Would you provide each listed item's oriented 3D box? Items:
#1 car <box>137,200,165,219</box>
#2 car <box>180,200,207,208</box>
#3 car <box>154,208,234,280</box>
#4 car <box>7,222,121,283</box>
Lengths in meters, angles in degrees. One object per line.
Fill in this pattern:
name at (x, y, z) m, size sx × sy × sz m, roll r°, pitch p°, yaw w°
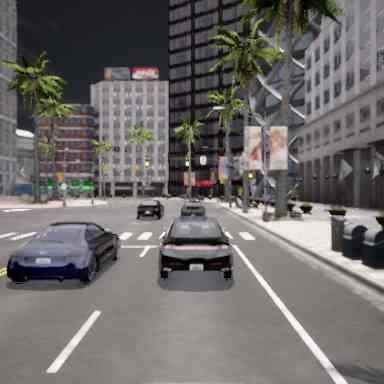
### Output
car at (-3.401, 1.405, 28.020) m, size 1.882 × 1.535 × 5.008 m, roll 0°, pitch 0°, yaw 0°
car at (0.099, 1.435, 26.626) m, size 1.837 × 1.490 × 4.892 m, roll 0°, pitch 0°, yaw 0°
car at (0.098, 1.467, 9.890) m, size 2.128 × 1.511 × 4.902 m, roll 0°, pitch 0°, yaw 0°
car at (-3.401, 1.539, 9.622) m, size 1.994 × 1.385 × 4.181 m, roll 0°, pitch 0°, yaw 0°
